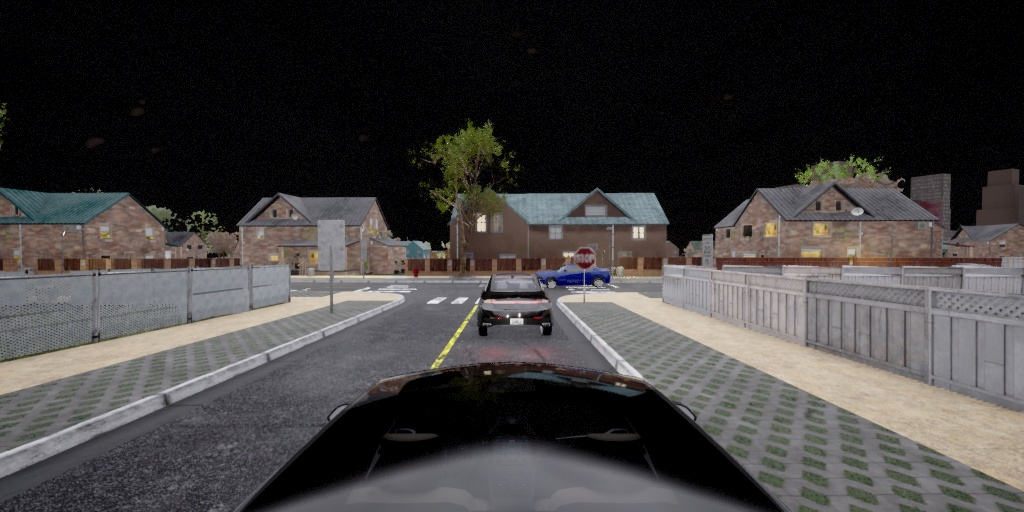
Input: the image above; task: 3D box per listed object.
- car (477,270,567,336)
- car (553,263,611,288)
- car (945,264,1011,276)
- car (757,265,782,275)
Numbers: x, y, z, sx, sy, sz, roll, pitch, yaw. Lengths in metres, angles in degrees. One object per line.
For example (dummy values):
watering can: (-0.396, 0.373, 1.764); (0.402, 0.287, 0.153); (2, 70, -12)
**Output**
car: (0.029, 1.238, 10.377); (2.128, 1.511, 4.902); (0, 0, -2)
car: (3.708, 1.202, 22.653); (5.008, 1.535, 1.882); (-1, 1, -12)
car: (29.071, 1.220, 23.049); (4.674, 1.442, 1.812); (0, 1, -1)
car: (16.402, 1.263, 23.217); (4.181, 1.385, 1.994); (0, 1, 1)
